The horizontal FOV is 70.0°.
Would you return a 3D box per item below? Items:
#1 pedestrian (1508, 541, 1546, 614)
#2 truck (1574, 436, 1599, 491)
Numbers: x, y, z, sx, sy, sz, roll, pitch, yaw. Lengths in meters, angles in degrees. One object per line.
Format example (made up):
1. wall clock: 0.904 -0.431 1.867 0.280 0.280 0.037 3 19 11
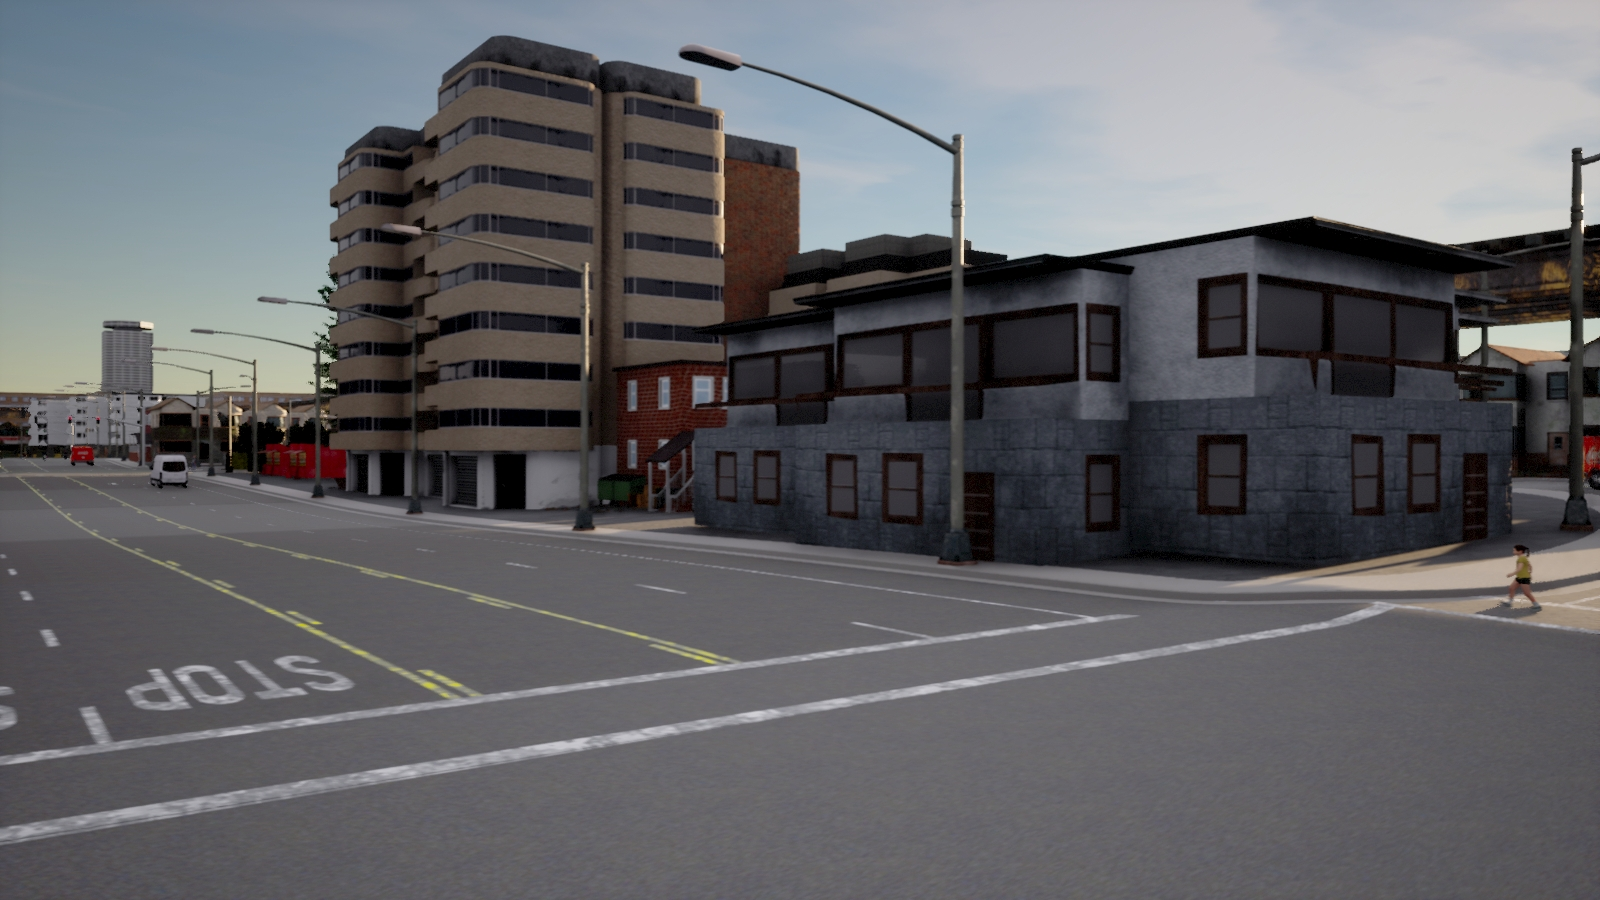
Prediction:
1. pedestrian: 11.860 2.069 18.645 0.500 1.100 0.500 0 0 30
2. truck: 37.223 0.590 50.516 2.627 2.467 5.204 0 0 2
